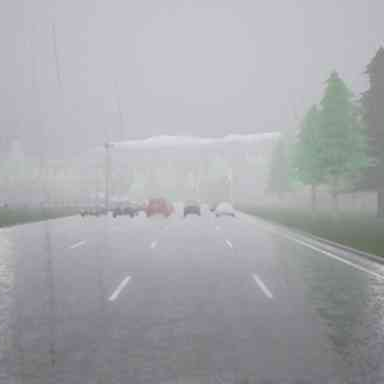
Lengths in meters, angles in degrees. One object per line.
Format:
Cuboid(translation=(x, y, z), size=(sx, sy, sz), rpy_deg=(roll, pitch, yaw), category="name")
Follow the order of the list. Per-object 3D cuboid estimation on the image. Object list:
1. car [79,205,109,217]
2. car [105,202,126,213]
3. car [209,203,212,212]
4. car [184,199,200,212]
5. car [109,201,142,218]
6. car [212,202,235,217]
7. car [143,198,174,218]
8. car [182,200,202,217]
Cuboid(translation=(-10.487, 2.007, 35.890), size=(1.895, 1.301, 4.718), rpy_deg=(0, -1, 0), category="car")
Cuboid(translation=(-10.482, 2.083, 45.873), size=(1.994, 1.385, 4.181), rpy_deg=(0, -1, 0), category="car")
Cuboid(translation=(3.511, 2.087, 46.260), size=(1.994, 1.385, 4.181), rpy_deg=(0, -1, 1), category="car")
Cuboid(translation=(0.020, 1.883, 47.004), size=(2.097, 1.767, 4.553), rpy_deg=(0, -1, 0), category="car")
Cuboid(translation=(-6.990, 1.754, 35.525), size=(2.097, 1.767, 4.553), rpy_deg=(0, -1, 0), category="car")
Cuboid(translation=(3.514, 1.932, 35.904), size=(1.812, 1.442, 4.674), rpy_deg=(0, -1, 0), category="car")
Cuboid(translation=(-3.489, 1.623, 35.436), size=(2.150, 2.045, 5.566), rpy_deg=(0, -1, 0), category="car")
Cuboid(translation=(0.023, 1.922, 36.848), size=(1.837, 1.490, 4.892), rpy_deg=(0, -1, 0), category="car")
